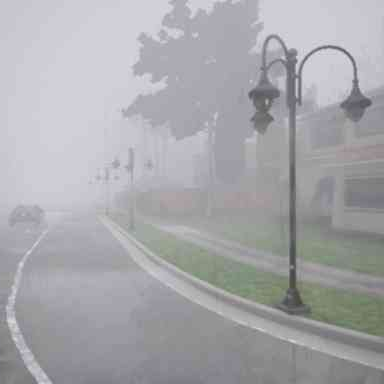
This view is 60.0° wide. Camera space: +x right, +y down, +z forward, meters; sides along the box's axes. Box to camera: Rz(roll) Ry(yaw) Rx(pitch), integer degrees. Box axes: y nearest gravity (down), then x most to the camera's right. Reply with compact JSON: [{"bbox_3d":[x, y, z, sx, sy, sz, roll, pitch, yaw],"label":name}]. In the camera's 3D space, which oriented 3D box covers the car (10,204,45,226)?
[{"bbox_3d":[-12.028,1.618,24.491,2.033,1.411,5.357,0,0,-19],"label":"car"}]
